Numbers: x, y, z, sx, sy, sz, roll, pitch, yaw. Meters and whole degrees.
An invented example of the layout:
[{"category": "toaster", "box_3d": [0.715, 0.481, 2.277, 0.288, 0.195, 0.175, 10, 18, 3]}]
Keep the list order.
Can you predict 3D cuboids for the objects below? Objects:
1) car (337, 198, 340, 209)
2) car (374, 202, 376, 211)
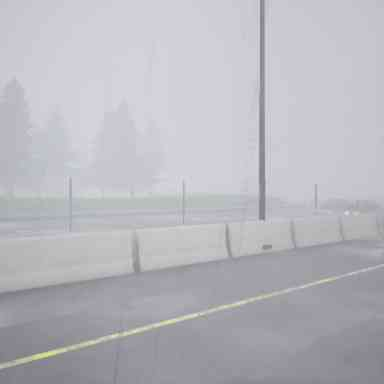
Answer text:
[{"category": "car", "box_3d": [18.461, 1.574, 42.831, 4.892, 1.490, 1.837, 0, 0, -35]}, {"category": "car", "box_3d": [20.656, 1.619, 40.097, 5.357, 1.411, 2.033, 0, 0, -35]}]
